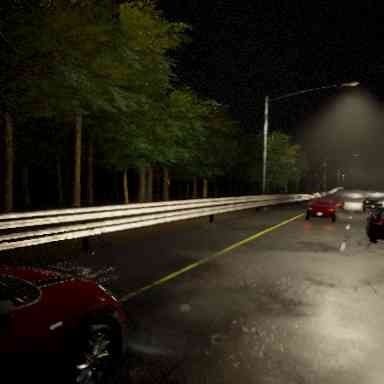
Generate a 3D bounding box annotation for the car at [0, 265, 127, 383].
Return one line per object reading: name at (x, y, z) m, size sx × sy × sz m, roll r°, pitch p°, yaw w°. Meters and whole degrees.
car at (-2.530, 1.200, 2.604) m, size 2.097 × 1.767 × 4.553 m, roll 2°, pitch 2°, yaw 27°

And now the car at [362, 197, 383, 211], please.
car at (19.572, 1.272, 36.060) m, size 2.128 × 1.511 × 4.902 m, roll 2°, pitch 1°, yaw 27°

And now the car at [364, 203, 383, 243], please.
car at (8.832, 1.416, 14.560) m, size 1.994 × 1.385 × 4.181 m, roll 2°, pitch 2°, yaw 27°

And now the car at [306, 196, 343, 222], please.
car at (9.163, 1.203, 23.158) m, size 1.812 × 1.442 × 4.674 m, roll 2°, pitch 1°, yaw 27°

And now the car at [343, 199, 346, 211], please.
car at (15.528, 1.177, 35.942) m, size 1.812 × 1.442 × 4.674 m, roll 2°, pitch 1°, yaw 27°
